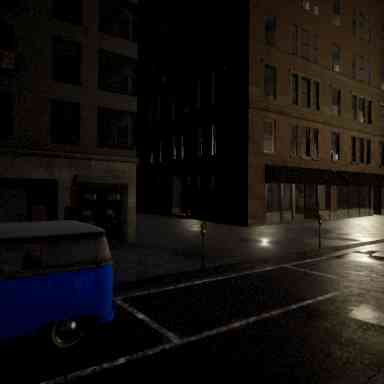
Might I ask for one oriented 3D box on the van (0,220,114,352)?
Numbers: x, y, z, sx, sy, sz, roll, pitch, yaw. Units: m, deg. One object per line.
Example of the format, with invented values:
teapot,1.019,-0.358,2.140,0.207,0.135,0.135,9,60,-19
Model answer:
van,-3.091,1.341,4.548,3.998,1.788,1.690,0,1,-36
